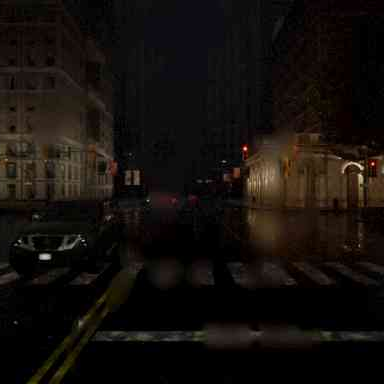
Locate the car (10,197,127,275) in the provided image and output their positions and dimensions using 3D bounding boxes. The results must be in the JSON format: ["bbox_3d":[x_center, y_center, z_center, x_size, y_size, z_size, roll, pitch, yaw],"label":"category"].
[{"bbox_3d":[-3.593,1.221,10.846,2.150,2.045,5.566,0,0,-1],"label":"car"}]

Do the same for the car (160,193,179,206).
[{"bbox_3d":[-3.625,1.352,54.594,2.097,1.767,4.553,0,0,0],"label":"car"}]

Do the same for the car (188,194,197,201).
[{"bbox_3d":[0.122,1.279,78.555,2.097,1.767,4.553,0,0,1],"label":"car"}]

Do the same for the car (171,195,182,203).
[{"bbox_3d":[-3.416,1.525,74.568,2.128,1.511,4.902,0,0,1],"label":"car"}]

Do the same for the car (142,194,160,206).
[{"bbox_3d":[-7.133,1.547,55.523,2.033,1.411,5.357,0,0,0],"label":"car"}]

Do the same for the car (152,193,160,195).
[{"bbox_3d":[-7.042,1.222,65.399,2.150,2.045,5.566,0,0,1],"label":"car"}]

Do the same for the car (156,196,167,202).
[{"bbox_3d":[-6.904,1.539,75.826,2.033,1.411,5.357,0,0,1],"label":"car"}]

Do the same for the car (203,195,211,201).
[{"bbox_3d":[3.623,1.464,78.553,2.033,1.411,5.357,0,0,1],"label":"car"}]

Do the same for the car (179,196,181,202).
[{"bbox_3d":[-3.568,1.547,64.125,2.033,1.411,5.357,0,0,1],"label":"car"}]
